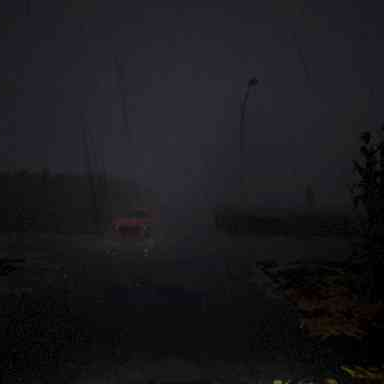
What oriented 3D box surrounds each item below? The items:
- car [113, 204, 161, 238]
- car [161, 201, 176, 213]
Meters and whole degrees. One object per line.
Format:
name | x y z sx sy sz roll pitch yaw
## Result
car | -3.103 1.643 18.851 1.882 1.535 5.008 0 1 0
car | -3.111 1.977 43.254 1.812 1.442 4.674 0 1 0
